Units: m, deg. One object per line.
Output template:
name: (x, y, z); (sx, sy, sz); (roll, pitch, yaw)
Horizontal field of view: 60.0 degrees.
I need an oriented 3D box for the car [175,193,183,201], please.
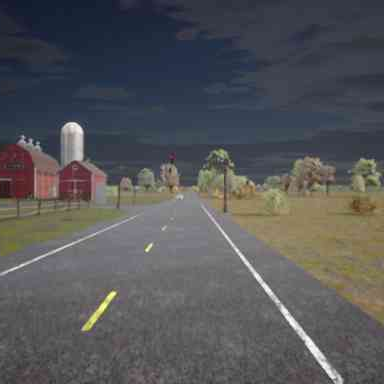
car: (-3.503, 1.305, 92.239); (2.150, 2.045, 5.566); (0, 0, 0)
